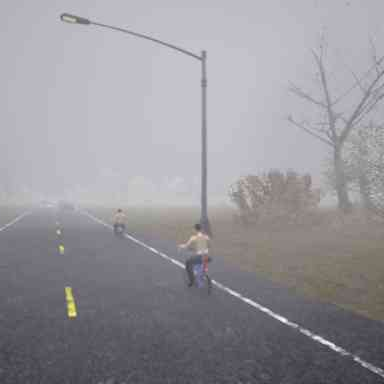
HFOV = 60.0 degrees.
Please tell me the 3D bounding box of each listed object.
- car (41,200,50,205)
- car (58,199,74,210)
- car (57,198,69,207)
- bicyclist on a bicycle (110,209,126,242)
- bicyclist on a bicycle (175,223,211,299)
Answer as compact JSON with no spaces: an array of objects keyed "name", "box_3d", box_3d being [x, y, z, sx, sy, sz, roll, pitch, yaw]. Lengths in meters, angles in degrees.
[{"name":"car","box_3d":[-34.903,2.504,79.368,1.895,1.301,4.718,0,-1,-23]},{"name":"car","box_3d":[-19.995,2.213,53.217,1.895,1.301,4.718,0,-1,-23]},{"name":"car","box_3d":[-26.769,2.146,69.061,2.097,1.767,4.553,0,-1,-23]},{"name":"bicyclist on a bicycle","box_3d":[-3.590,1.627,16.389,0.866,1.612,1.509,0,-1,-22]},{"name":"bicyclist on a bicycle","box_3d":[0.097,1.525,7.727,0.866,1.612,1.509,0,-1,-23]}]
